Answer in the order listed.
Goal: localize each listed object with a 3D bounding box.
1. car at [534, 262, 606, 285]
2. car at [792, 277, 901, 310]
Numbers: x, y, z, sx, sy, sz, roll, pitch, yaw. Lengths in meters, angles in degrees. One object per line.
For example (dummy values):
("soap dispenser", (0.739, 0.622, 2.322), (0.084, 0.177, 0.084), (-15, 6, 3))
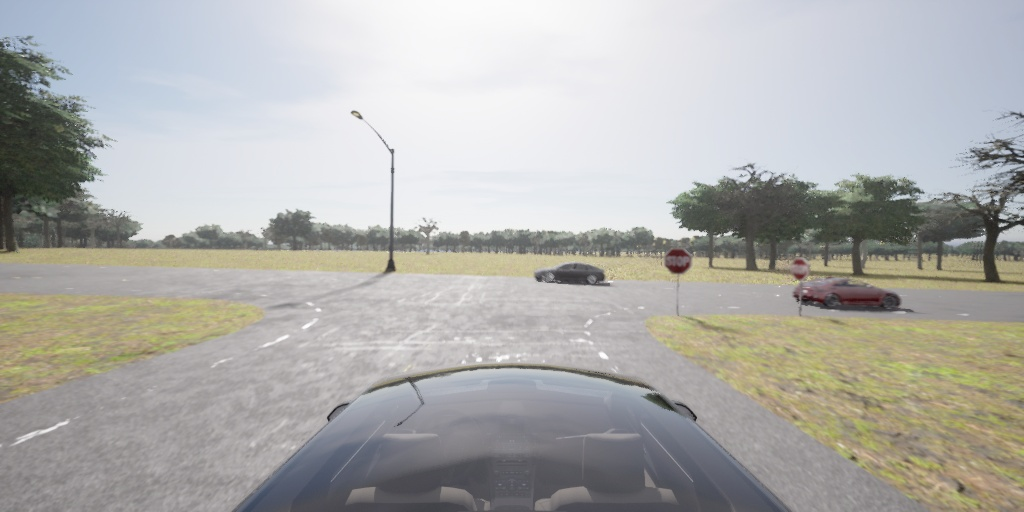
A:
("car", (3.990, 1.179, 24.827), (4.892, 1.490, 1.837), (2, 1, 0))
("car", (16.479, 1.772, 17.776), (4.181, 1.385, 1.994), (2, 2, 0))
